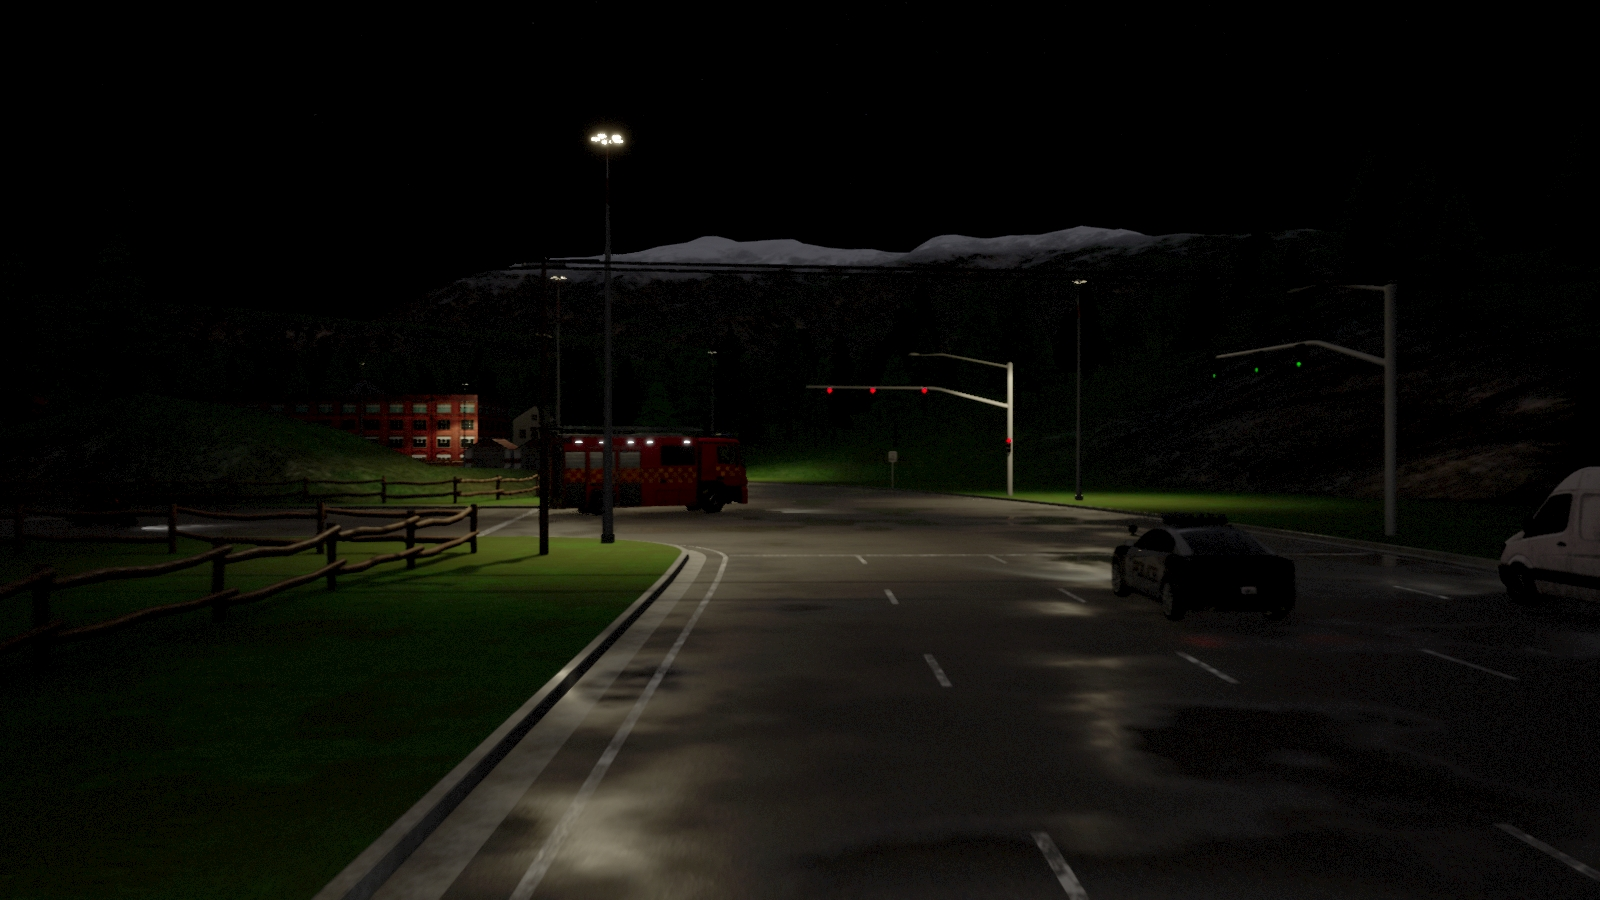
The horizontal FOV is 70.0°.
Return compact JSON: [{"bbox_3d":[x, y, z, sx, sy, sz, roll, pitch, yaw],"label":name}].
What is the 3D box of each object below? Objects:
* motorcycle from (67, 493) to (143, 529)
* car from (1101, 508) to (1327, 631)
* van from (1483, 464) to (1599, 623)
[{"bbox_3d":[-25.126,2.205,41.307,2.209,1.251,0.867,0,0,-1],"label":"motorcycle"},{"bbox_3d":[7.091,1.982,20.274,2.097,1.638,5.238,0,0,0],"label":"car"},{"bbox_3d":[13.978,1.534,18.739,1.988,2.561,5.915,0,0,0],"label":"van"}]
